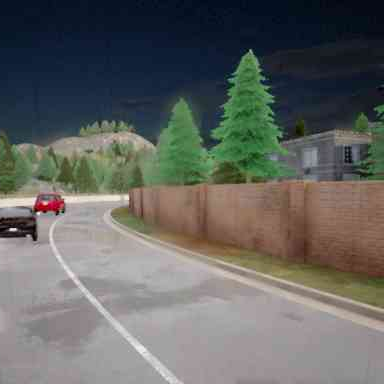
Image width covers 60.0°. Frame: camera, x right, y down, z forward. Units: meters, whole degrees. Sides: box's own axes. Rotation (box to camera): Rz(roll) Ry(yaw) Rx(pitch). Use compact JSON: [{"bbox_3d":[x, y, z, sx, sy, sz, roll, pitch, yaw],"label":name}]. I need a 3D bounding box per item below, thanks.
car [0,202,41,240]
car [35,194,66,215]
[{"bbox_3d":[-8.660,1.466,16.495,1.882,1.535,5.008,0,0,-24],"label":"car"},{"bbox_3d":[-13.906,1.198,32.818,2.150,2.045,5.566,0,0,-12],"label":"car"}]
